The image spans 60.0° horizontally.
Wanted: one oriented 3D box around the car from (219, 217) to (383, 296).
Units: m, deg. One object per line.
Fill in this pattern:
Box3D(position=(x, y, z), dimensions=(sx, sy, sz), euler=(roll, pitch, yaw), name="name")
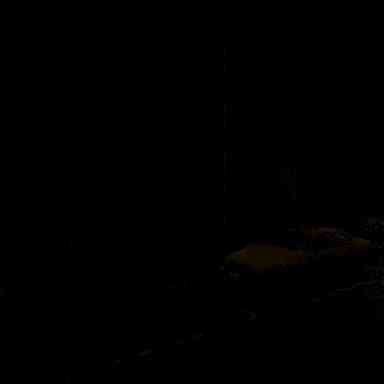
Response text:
Box3D(position=(2.875, 1.506, 8.585), dimensions=(4.829, 1.417, 1.752), euler=(0, 0, -36), name="car")
